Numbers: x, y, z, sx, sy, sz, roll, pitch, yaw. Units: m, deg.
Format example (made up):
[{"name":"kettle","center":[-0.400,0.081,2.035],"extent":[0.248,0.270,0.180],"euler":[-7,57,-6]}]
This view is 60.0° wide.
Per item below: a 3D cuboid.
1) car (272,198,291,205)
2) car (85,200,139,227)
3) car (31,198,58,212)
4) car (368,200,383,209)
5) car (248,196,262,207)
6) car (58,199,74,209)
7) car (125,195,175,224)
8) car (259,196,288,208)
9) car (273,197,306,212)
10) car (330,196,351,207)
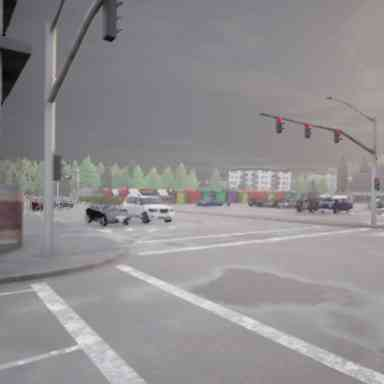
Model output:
[{"name":"car","center":[18.871,1.959,70.141],"extent":[3.905,1.438,1.784],"euler":[1,0,-35]},{"name":"car","center":[-5.904,1.527,23.101],"extent":[2.128,1.511,4.902],"euler":[1,0,-36]},{"name":"car","center":[-18.021,1.514,39.999],"extent":[1.882,1.535,5.008],"euler":[1,0,-35]},{"name":"car","center":[30.327,1.989,53.999],"extent":[3.806,1.475,1.970],"euler":[1,0,-35]},{"name":"car","center":[11.407,1.587,54.510],"extent":[4.605,1.855,1.932],"euler":[1,0,-35]},{"name":"car","center":[-17.621,1.674,45.474],"extent":[1.895,1.301,4.718],"euler":[1,0,-35]},{"name":"car","center":[-3.516,1.290,25.779],"extent":[2.150,2.045,5.566],"euler":[1,0,-36]},{"name":"car","center":[12.997,1.798,52.347],"extent":[3.905,1.438,1.784],"euler":[1,0,-35]},{"name":"car","center":[14.668,1.830,49.984],"extent":[3.806,1.475,1.970],"euler":[1,0,-35]},{"name":"car","center":[34.782,1.936,77.879],"extent":[3.866,1.878,1.905],"euler":[1,0,-35]}]
